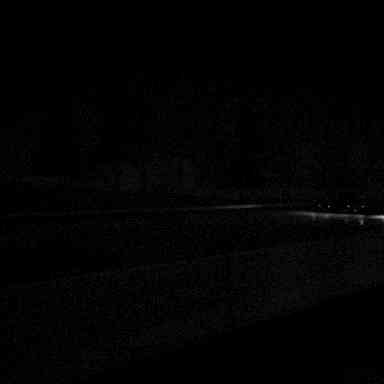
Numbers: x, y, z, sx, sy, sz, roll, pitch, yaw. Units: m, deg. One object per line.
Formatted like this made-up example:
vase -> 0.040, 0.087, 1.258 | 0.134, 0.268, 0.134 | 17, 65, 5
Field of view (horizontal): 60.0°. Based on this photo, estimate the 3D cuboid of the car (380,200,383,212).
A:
car -> 18.820, 1.324, 28.911 | 4.674, 1.442, 1.812 | 0, 0, -30

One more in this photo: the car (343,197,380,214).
car -> 17.052, 1.401, 31.931 | 4.718, 1.301, 1.895 | 0, 0, -30

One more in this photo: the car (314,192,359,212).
car -> 15.301, 0.986, 34.961 | 5.566, 2.045, 2.150 | 0, 0, -30
